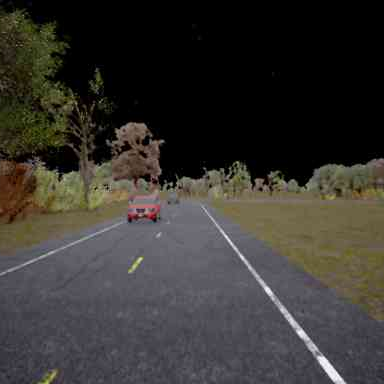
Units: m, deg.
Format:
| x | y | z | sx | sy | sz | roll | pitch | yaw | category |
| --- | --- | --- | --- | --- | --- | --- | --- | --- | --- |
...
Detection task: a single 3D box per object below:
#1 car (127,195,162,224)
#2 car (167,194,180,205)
| x | y | z | sx | sy | sz | roll | pitch | yaw | category |
| --- | --- | --- | --- | --- | --- | --- | --- | --- | --- |
| -3.605 | 1.283 | 26.118 | 2.150 | 2.045 | 5.566 | 0 | 0 | 0 | car |
| -3.518 | 1.348 | 62.994 | 2.150 | 2.045 | 5.566 | 0 | 1 | 0 | car |
